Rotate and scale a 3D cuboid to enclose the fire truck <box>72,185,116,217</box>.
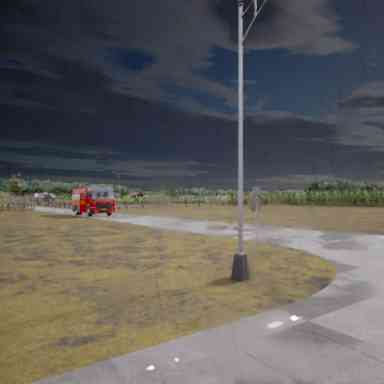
[{"bbox_3d":[-12.679,1.080,42.293,2.891,3.827,8.468,0,-1,-35],"label":"fire truck"}]
